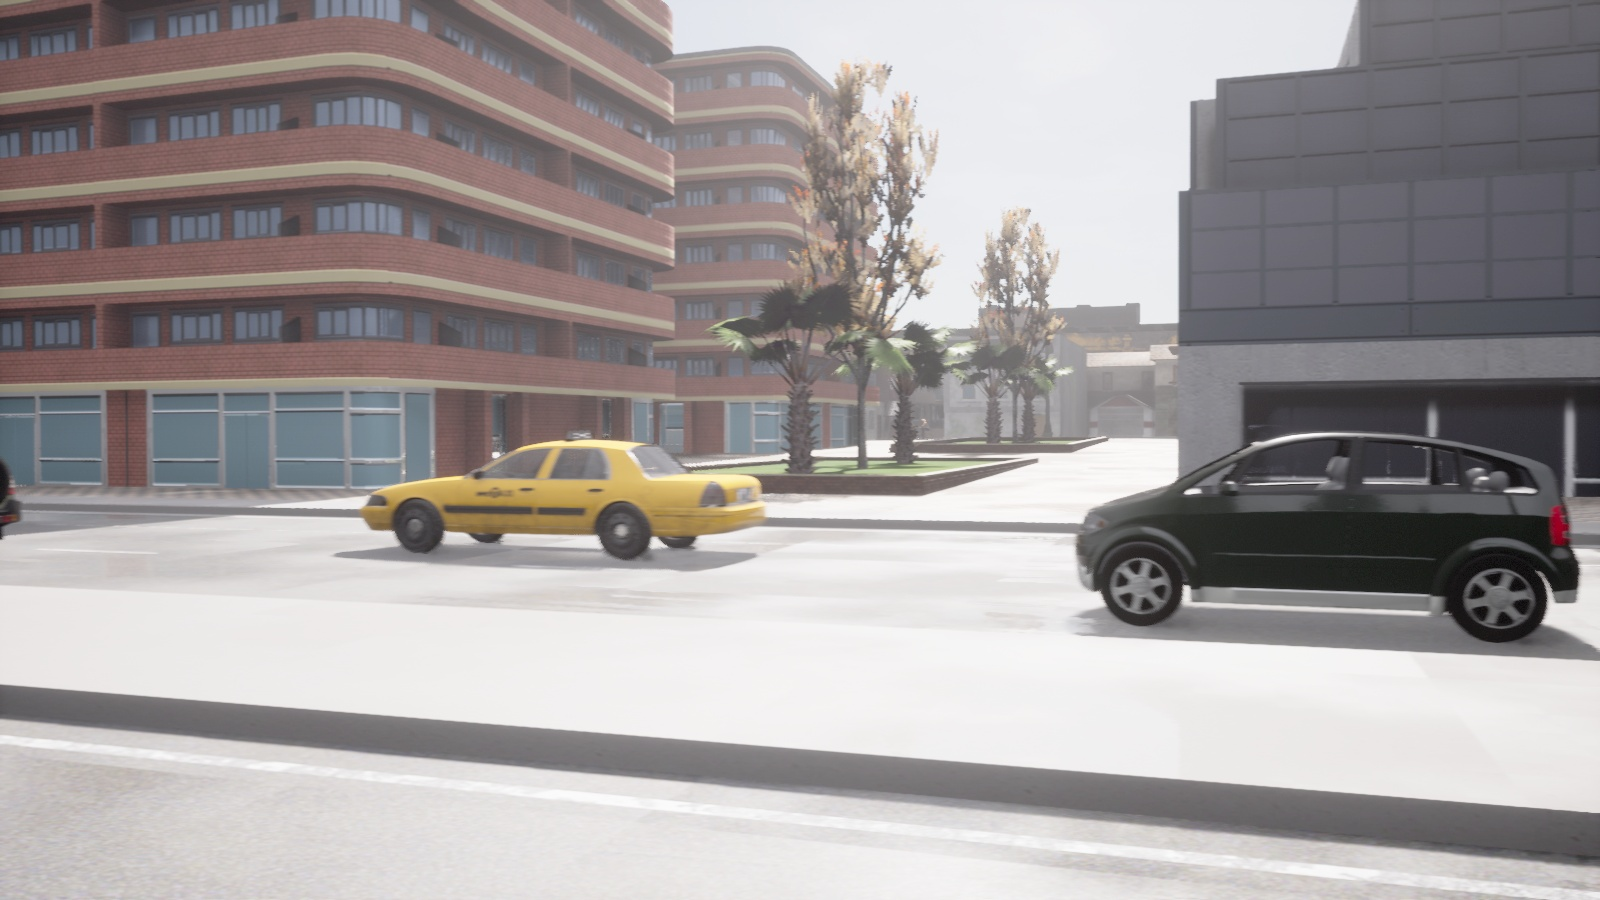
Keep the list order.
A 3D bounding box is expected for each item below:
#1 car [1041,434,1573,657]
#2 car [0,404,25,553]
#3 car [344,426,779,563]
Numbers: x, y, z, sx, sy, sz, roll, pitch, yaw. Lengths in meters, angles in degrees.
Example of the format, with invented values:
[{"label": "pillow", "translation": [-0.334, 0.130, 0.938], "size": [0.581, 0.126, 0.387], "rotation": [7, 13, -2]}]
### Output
[{"label": "car", "translation": [3.971, 0.656, 10.294], "size": [3.705, 1.549, 1.789], "rotation": [1, 1, 18]}, {"label": "car", "translation": [-12.309, 0.345, 15.713], "size": [4.605, 1.855, 1.932], "rotation": [1, 1, 18]}, {"label": "car", "translation": [-3.103, 0.492, 16.337], "size": [5.366, 1.575, 1.801], "rotation": [1, 1, 18]}]
